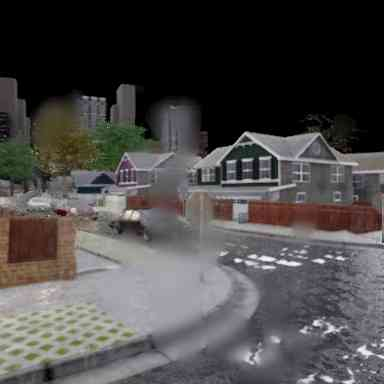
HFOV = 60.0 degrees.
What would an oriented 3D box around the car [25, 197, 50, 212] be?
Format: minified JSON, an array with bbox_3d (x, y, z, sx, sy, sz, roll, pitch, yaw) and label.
[{"bbox_3d":[-16.463,1.310,35.617,1.812,1.442,4.674,-1,1,-34],"label":"car"}]

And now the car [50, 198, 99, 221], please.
[{"bbox_3d":[-8.690,1.255,24.908,2.097,1.767,4.553,-1,1,-37],"label":"car"}]

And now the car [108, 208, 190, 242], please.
[{"bbox_3d":[-2.405,1.544,16.988,2.033,1.411,5.357,-1,1,-40],"label":"car"}]
